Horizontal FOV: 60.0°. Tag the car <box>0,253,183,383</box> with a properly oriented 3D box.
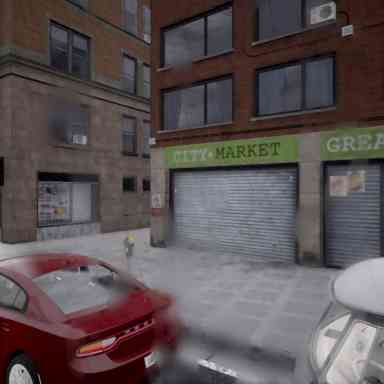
[{"bbox_3d":[-2.211,1.544,4.653,4.507,1.381,1.887,0,0,35],"label":"car"}]

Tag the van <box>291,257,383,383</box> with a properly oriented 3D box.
[{"bbox_3d":[2.398,1.341,1.367,3.998,1.788,1.690,0,0,35],"label":"van"}]
